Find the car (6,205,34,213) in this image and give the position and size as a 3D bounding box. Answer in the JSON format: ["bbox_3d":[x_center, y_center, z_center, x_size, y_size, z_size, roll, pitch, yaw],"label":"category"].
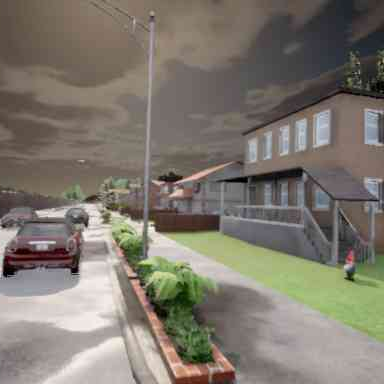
[{"bbox_3d":[-14.018,2.009,27.366,2.097,1.767,4.553,2,-2,-16],"label":"car"}]

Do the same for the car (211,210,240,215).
[{"bbox_3d":[3.380,2.353,29.808,3.633,1.501,1.845,2,-2,-16],"label":"car"}]

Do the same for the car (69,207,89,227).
[{"bbox_3d":[-10.671,2.230,30.840,2.097,1.767,4.553,2,-2,-16],"label":"car"}]

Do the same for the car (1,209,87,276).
[{"bbox_3d":[-4.942,1.667,11.631,2.097,1.767,4.553,2,-2,-17],"label":"car"}]
